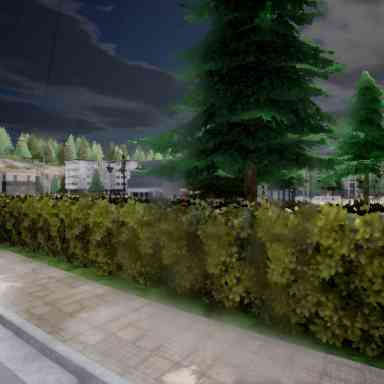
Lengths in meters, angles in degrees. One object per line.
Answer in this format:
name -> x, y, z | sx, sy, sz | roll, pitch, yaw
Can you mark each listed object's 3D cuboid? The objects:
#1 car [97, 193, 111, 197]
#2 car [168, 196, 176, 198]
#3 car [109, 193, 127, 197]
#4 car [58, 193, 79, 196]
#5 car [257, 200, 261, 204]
car -> -16.705, 1.097, 68.962 | 1.932, 1.855, 4.605 | 0, 0, 43
car -> -3.312, 1.374, 56.078 | 1.845, 1.501, 3.633 | 0, 0, 43
car -> -10.580, 1.384, 52.743 | 1.970, 1.475, 3.806 | 0, 0, 43
car -> -28.384, 1.154, 79.464 | 2.152, 1.636, 5.027 | 0, 0, 43
car -> 9.633, 1.352, 44.218 | 2.097, 1.767, 4.553 | 0, 0, 43
